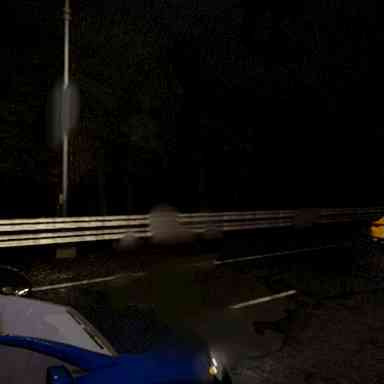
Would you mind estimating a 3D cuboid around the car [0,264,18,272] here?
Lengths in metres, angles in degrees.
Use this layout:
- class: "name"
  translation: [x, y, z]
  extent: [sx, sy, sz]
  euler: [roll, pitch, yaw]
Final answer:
- class: "car"
  translation: [-4.878, 1.490, 4.563]
  extent: [4.892, 1.490, 1.837]
  euler: [1, 0, -36]

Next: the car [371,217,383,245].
- class: "car"
  translation: [10.251, 1.652, 15.380]
  extent: [5.008, 1.535, 1.882]
  euler: [1, 0, -36]

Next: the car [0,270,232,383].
- class: "car"
  translation: [-1.667, 1.564, 2.558]
  extent: [4.181, 1.385, 1.994]
  euler: [1, 0, -36]
